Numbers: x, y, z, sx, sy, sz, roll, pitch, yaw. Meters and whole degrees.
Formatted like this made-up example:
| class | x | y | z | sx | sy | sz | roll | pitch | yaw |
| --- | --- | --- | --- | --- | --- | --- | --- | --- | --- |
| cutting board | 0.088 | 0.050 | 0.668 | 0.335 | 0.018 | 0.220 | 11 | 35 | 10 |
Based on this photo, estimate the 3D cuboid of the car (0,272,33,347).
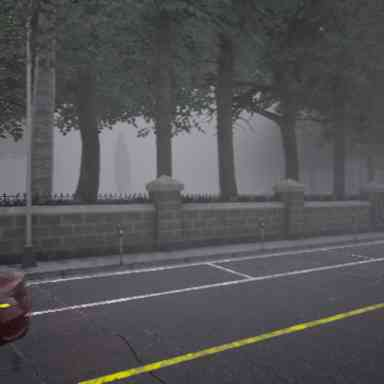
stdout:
| class | x | y | z | sx | sy | sz | roll | pitch | yaw |
| --- | --- | --- | --- | --- | --- | --- | --- | --- | --- |
| car | -4.524 | 1.604 | 4.044 | 4.674 | 1.442 | 1.812 | 0 | -1 | -29 |
